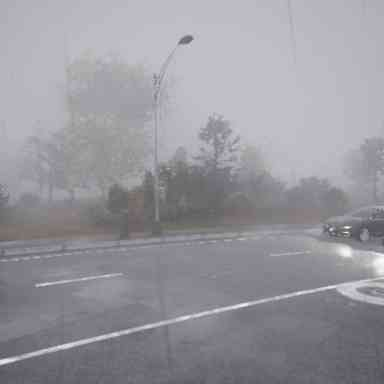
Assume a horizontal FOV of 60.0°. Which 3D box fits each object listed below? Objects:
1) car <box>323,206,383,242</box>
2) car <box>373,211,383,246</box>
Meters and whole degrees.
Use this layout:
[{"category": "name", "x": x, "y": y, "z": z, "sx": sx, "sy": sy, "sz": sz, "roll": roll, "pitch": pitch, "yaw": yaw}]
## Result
[{"category": "car", "x": 8.485, "y": 1.430, "z": 15.656, "sx": 4.892, "sy": 1.490, "sz": 1.837, "roll": 0, "pitch": 0, "yaw": -20}, {"category": "car", "x": 9.099, "y": 1.529, "z": 12.131, "sx": 4.181, "sy": 1.385, "sz": 1.994, "roll": 0, "pitch": 1, "yaw": -21}]
